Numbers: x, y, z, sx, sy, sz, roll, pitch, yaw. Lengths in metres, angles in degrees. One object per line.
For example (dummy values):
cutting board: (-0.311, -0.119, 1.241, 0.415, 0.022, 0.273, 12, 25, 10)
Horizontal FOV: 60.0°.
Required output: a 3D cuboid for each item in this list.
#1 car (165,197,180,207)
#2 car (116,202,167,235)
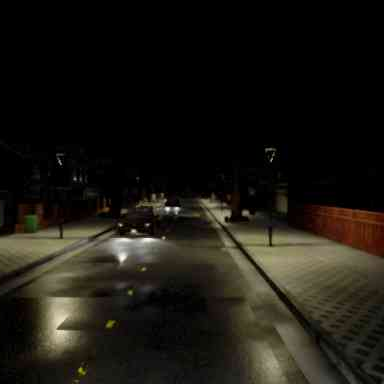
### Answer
car: (-2.725, 1.415, 47.484, 1.994, 1.385, 4.181, 0, 0, 0)
car: (-2.780, 1.496, 18.646, 2.033, 1.411, 5.357, 0, 0, 1)
